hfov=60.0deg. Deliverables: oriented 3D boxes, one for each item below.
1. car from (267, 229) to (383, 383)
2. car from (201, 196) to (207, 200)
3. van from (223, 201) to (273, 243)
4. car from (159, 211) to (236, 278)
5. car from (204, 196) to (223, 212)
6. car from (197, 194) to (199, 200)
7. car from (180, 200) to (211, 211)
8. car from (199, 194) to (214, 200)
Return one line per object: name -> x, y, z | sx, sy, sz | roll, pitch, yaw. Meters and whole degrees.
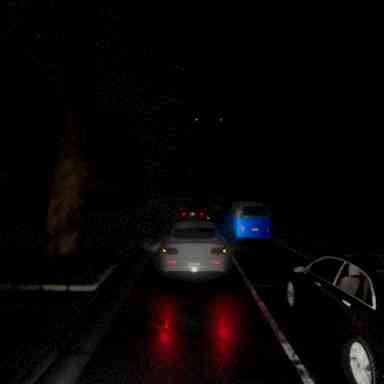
car -> 2.651, 1.549, 4.892 | 2.008, 1.369, 4.403 | 1, 0, 0
car -> 2.684, 1.616, 48.488 | 1.802, 1.307, 4.206 | 1, 0, 0
van -> 2.662, 1.341, 15.791 | 1.690, 1.788, 3.998 | 1, 0, 0
car -> 0.074, 1.523, 9.979 | 1.812, 1.442, 4.674 | 0, 0, 0
car -> 2.677, 1.542, 37.759 | 1.752, 1.417, 4.829 | 1, 0, 0
car -> 2.708, 1.667, 80.367 | 1.887, 1.381, 4.507 | 1, 0, 0
car -> 0.087, 1.552, 24.895 | 2.033, 1.411, 5.357 | 0, 0, 0
car -> 2.691, 1.360, 53.938 | 2.192, 1.841, 5.009 | 1, 0, 0
